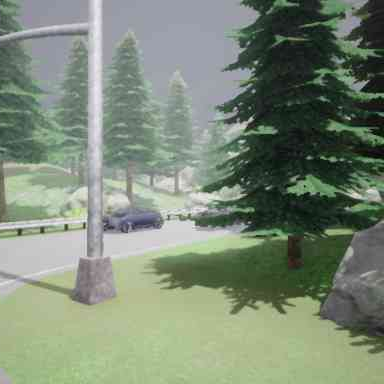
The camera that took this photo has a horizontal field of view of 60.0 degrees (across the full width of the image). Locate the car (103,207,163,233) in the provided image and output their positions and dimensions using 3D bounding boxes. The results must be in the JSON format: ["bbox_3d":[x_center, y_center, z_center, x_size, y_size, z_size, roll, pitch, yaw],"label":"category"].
[{"bbox_3d":[-3.600,1.564,19.632,1.994,1.385,4.181,0,0,35],"label":"car"}]

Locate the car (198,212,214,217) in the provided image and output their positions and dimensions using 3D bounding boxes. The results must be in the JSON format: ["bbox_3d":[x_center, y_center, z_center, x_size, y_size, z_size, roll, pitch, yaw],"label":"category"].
[{"bbox_3d":[2.129,1.584,21.576,1.812,1.442,4.674,0,-1,35],"label":"car"}]
